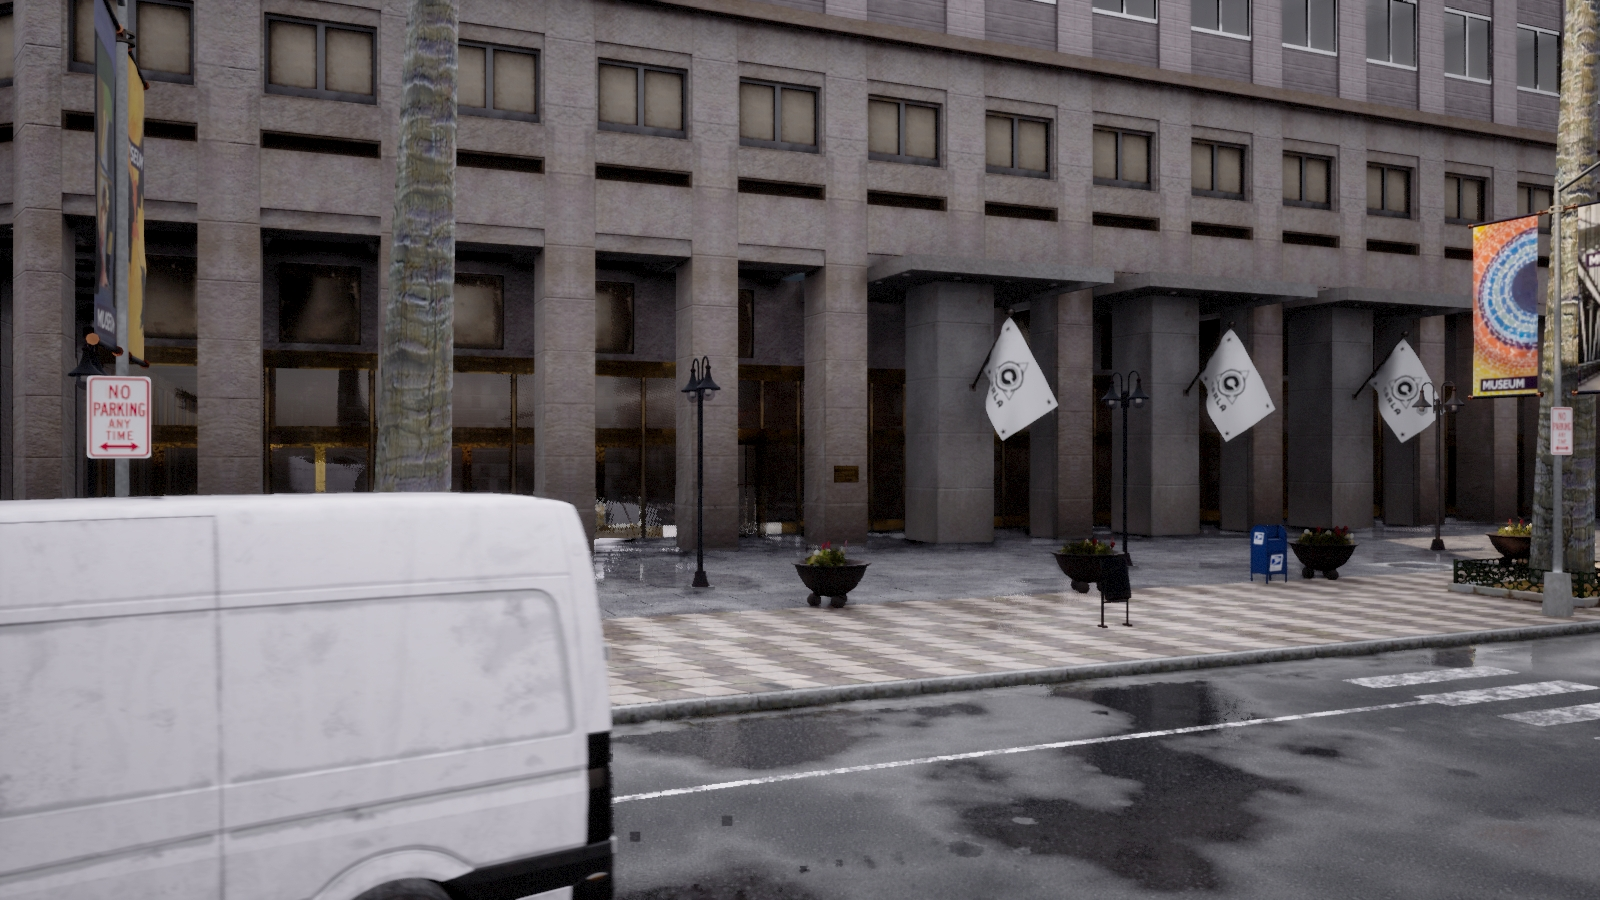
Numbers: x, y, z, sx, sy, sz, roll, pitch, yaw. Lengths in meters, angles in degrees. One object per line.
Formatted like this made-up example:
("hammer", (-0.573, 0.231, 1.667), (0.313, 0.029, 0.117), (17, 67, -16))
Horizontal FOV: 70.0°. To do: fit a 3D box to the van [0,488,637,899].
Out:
("van", (-3.905, 1.534, 5.339), (5.915, 2.561, 1.988), (0, 0, -31))
